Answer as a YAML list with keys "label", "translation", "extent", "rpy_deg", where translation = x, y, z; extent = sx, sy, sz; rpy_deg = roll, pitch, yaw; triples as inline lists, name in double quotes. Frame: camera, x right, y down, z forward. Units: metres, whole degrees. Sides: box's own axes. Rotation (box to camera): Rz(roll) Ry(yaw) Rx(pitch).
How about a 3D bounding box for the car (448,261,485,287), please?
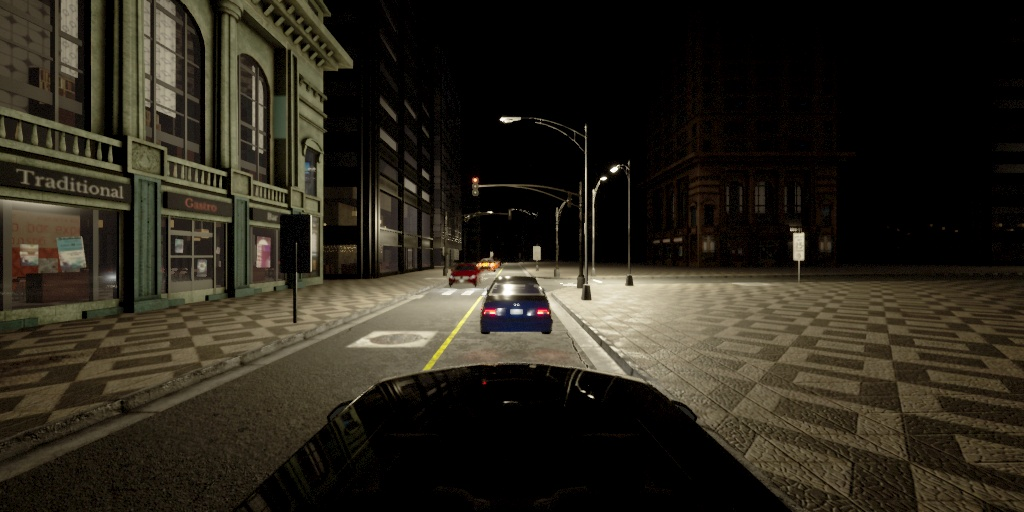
- label: "car"
  translation: [-3.113, 1.270, 24.466]
  extent: [1.812, 1.442, 4.674]
  rpy_deg: [0, 0, 0]

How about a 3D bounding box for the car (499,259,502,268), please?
- label: "car"
  translation: [-3.101, 1.109, 57.762]
  extent: [2.097, 1.767, 4.553]
  rpy_deg: [0, 0, 0]

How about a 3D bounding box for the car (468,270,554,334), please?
- label: "car"
  translation: [0.096, 1.297, 10.547]
  extent: [2.033, 1.411, 5.357]
  rpy_deg: [0, 0, 0]

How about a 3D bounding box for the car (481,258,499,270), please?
- label: "car"
  translation: [-3.109, 1.104, 44.279]
  extent: [2.097, 1.767, 4.553]
  rpy_deg: [0, 0, 0]
